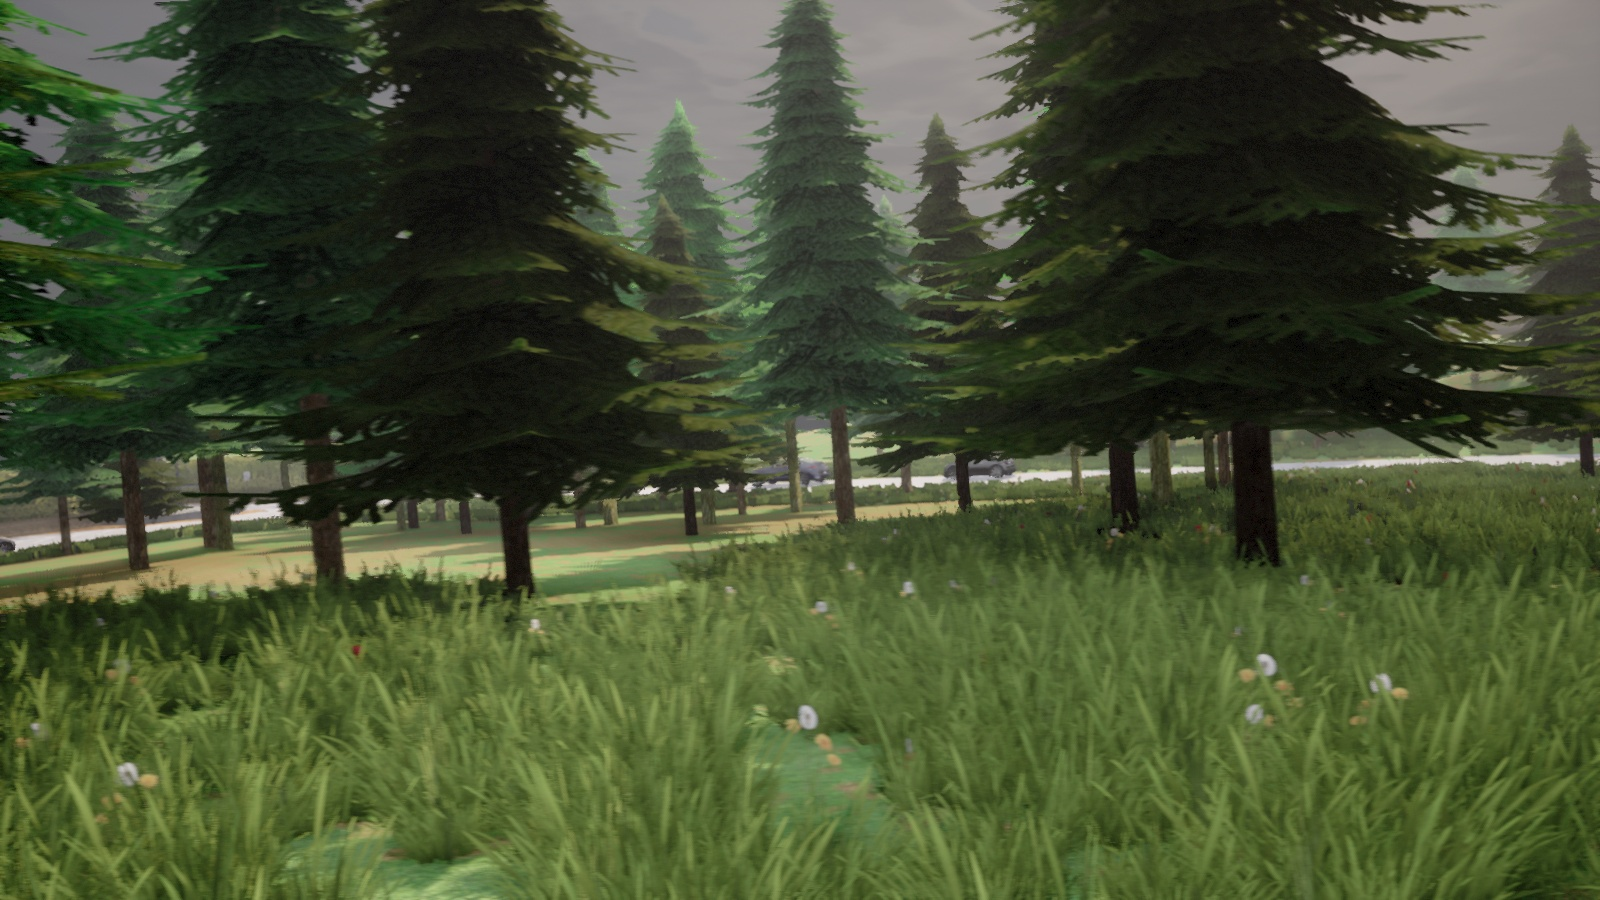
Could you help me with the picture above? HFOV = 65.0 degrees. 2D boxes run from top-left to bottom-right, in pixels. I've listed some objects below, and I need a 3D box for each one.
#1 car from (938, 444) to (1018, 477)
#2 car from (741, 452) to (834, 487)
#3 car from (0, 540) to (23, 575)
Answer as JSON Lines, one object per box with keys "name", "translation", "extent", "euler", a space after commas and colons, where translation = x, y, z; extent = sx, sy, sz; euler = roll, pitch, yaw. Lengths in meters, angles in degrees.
{"name": "car", "translation": [9.857, 0.586, 69.672], "extent": [3.806, 1.475, 1.970], "euler": [-4, 3, 30]}
{"name": "car", "translation": [-0.763, 1.182, 75.742], "extent": [5.027, 1.651, 2.152], "euler": [-4, 3, 30]}
{"name": "car", "translation": [-42.778, 5.794, 64.855], "extent": [1.851, 1.617, 3.988], "euler": [-4, 3, 30]}
